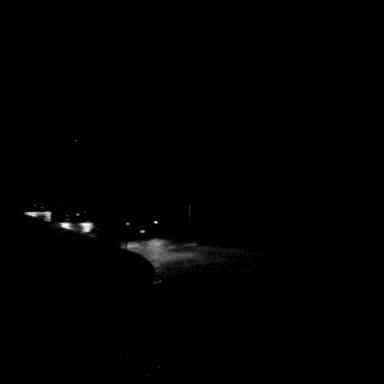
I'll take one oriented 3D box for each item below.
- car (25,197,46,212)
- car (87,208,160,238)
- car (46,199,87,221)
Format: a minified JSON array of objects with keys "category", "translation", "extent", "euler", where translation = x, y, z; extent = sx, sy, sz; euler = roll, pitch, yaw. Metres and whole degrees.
[{"category":"car","translation":[-16.519,1.284,35.554],"extent":[1.812,1.442,4.674],"euler":[0,0,-36]},{"category":"car","translation":[-3.572,1.511,17.247],"extent":[1.895,1.301,4.718],"euler":[0,0,-36]},{"category":"car","translation":[-9.497,1.347,25.595],"extent":[1.837,1.490,4.892],"euler":[0,0,-35]}]
